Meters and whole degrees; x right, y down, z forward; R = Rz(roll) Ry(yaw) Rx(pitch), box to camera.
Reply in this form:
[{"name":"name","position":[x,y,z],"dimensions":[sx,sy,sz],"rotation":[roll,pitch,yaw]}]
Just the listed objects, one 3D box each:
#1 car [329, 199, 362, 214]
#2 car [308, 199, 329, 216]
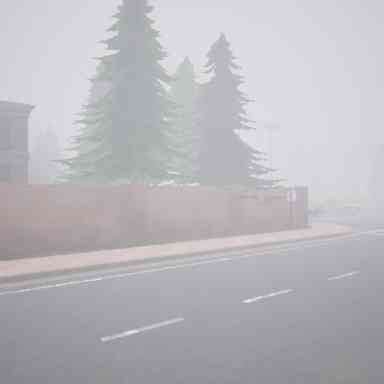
[{"name":"car","position":[15.507,1.477,35.569],"dimensions":[1.882,1.535,5.008],"rotation":[0,0,-35]},{"name":"car","position":[9.767,1.547,31.526],"dimensions":[2.033,1.411,5.357],"rotation":[0,0,-34]}]
